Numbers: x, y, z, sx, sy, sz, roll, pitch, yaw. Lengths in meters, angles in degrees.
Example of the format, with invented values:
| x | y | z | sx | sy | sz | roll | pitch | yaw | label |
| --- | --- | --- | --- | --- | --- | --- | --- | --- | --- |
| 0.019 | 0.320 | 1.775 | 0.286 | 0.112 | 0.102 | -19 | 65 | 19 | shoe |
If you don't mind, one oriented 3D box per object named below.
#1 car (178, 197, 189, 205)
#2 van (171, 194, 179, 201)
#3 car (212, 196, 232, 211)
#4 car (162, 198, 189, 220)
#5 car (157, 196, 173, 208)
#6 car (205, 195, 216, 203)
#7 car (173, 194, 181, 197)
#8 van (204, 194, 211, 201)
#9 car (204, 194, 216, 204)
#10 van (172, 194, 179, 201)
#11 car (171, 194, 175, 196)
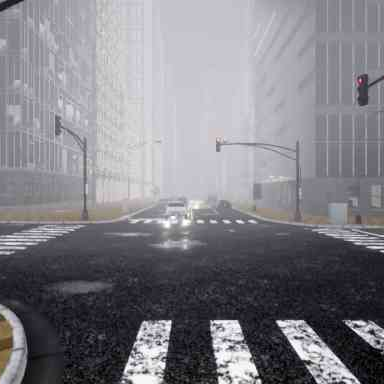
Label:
| x | y | z | sx | sy | sz | roll | pitch | yaw | label |
| --- | --- | --- | --- | --- | --- | --- | --- | --- | --- |
| -1.564 | 1.601 | 61.999 | 1.895 | 1.301 | 4.718 | 0 | 0 | 0 | car |
| -4.153 | 1.321 | 80.471 | 1.690 | 1.788 | 3.998 | 0 | 0 | 0 | van |
| 3.934 | 1.579 | 41.811 | 1.947 | 1.339 | 4.313 | 0 | 0 | 0 | car |
| -1.334 | 1.545 | 28.449 | 1.812 | 1.442 | 4.674 | 0 | 0 | -2 | car |
| -4.018 | 1.593 | 47.305 | 1.802 | 1.307 | 4.206 | 0 | 0 | 0 | car |
| 3.772 | 1.432 | 69.448 | 1.967 | 1.590 | 4.097 | 0 | 0 | 0 | car |
| -1.561 | 1.513 | 51.691 | 1.837 | 1.490 | 4.892 | 0 | 0 | 0 | car |
| 3.727 | 1.321 | 80.503 | 1.690 | 1.788 | 3.998 | 0 | 0 | 0 | van |
| 3.795 | 1.313 | 63.920 | 2.192 | 1.841 | 5.009 | 0 | 0 | 0 | car |
| -4.175 | 1.315 | 85.998 | 1.690 | 1.788 | 3.998 | 0 | 0 | 0 | van |
| -4.085 | 1.564 | 63.888 | 1.947 | 1.339 | 4.313 | 0 | 0 | 0 | car |
